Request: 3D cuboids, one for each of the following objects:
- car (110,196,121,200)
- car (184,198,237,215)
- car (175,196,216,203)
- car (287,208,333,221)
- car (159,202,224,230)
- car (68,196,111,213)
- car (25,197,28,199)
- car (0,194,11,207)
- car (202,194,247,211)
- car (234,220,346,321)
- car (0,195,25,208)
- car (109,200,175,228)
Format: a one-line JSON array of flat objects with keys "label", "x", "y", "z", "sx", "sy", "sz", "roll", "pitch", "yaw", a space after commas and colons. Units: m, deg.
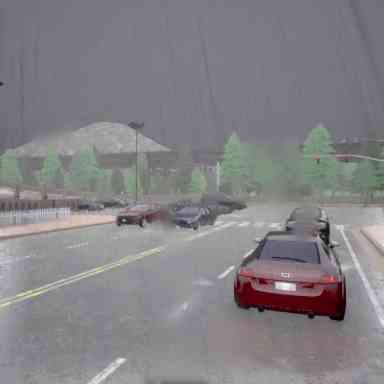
[{"label": "car", "x": -10.485, "y": 1.346, "z": 44.114, "sx": 4.553, "sy": 1.767, "sz": 2.097, "roll": 0, "pitch": 0, "yaw": 20}, {"label": "car", "x": 1.804, "y": 1.564, "z": 32.258, "sx": 4.181, "sy": 1.385, "sz": 1.994, "roll": 0, "pitch": 0, "yaw": 20}, {"label": "car", "x": -0.274, "y": 1.506, "z": 36.723, "sx": 4.892, "sy": 1.490, "sz": 1.837, "roll": -1, "pitch": 0, "yaw": 20}, {"label": "car", "x": 5.537, "y": 1.491, "z": 15.787, "sx": 2.128, "sy": 1.511, "sz": 4.902, "roll": 0, "pitch": 0, "yaw": 22}, {"label": "car", "x": 0.150, "y": 1.615, "z": 21.524, "sx": 2.033, "sy": 1.411, "sz": 5.357, "roll": 0, "pitch": 0, "yaw": 22}, {"label": "car", "x": -12.063, "y": 1.490, "z": 37.209, "sx": 4.902, "sy": 1.511, "sz": 2.128, "roll": 0, "pitch": 0, "yaw": 21}, {"label": "car", "x": -25.732, "y": 1.211, "z": 49.616, "sx": 4.674, "sy": 1.442, "sz": 1.812, "roll": 3, "pitch": 1, "yaw": 20}, {"label": "car", "x": -28.247, "y": 1.089, "z": 46.809, "sx": 5.008, "sy": 1.535, "sz": 1.882, "roll": 3, "pitch": 1, "yaw": 20}, {"label": "car", "x": 3.590, "y": 1.220, "z": 39.052, "sx": 5.566, "sy": 2.045, "sz": 2.150, "roll": 0, "pitch": 0, "yaw": 20}, {"label": "car", "x": 2.288, "y": 1.564, "z": 7.492, "sx": 1.994, "sy": 1.385, "sz": 4.181, "roll": 0, "pitch": 0, "yaw": 21}, {"label": "car", "x": -23.695, "y": 1.405, "z": 41.435, "sx": 4.674, "sy": 1.442, "sz": 1.812, "roll": 2, "pitch": 1, "yaw": 20}, {"label": "car", "x": -3.205, "y": 1.481, "z": 22.560, "sx": 1.882, "sy": 1.535, "sz": 5.008, "roll": 0, "pitch": 0, "yaw": 22}]
